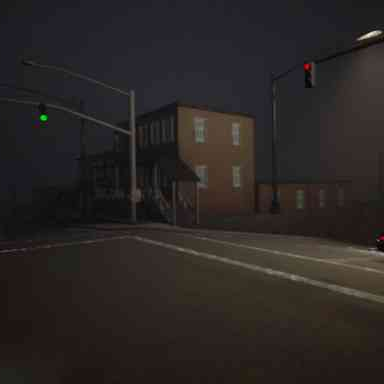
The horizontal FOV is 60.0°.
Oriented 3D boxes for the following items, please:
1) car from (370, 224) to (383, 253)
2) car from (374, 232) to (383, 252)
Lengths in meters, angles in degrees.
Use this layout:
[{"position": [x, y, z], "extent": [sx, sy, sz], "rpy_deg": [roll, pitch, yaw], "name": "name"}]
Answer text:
[{"position": [12.130, 2.717, 18.274], "extent": [5.357, 1.411, 2.033], "rpy_deg": [9, -5, -36], "name": "car"}, {"position": [8.871, 1.911, 11.848], "extent": [5.357, 1.411, 2.033], "rpy_deg": [8, -5, -29], "name": "car"}]
